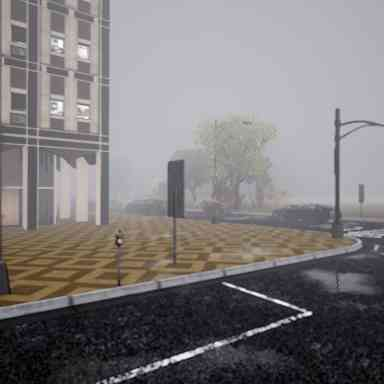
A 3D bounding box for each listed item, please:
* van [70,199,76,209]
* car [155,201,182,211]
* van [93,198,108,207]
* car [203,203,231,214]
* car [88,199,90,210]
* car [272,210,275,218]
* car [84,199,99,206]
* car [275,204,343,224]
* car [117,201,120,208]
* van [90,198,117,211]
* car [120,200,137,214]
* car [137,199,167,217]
[{"bbox_3d":[-19.640,2.032,58.227,1.690,1.788,3.998,-1,0,-36],"label":"van"},{"bbox_3d":[-3.573,2.073,49.497,2.008,1.369,4.403,-1,0,-36],"label":"car"},{"bbox_3d":[-19.839,2.198,71.926,1.690,1.788,3.998,-1,0,-36],"label":"van"},{"bbox_3d":[3.006,1.971,40.580,1.802,1.307,4.206,-1,0,-36],"label":"car"},{"bbox_3d":[-16.380,2.206,53.734,1.802,1.307,4.206,-1,0,-36],"label":"car"},{"bbox_3d":[9.542,1.838,31.629,1.802,1.307,4.206,-1,0,-36],"label":"car"},{"bbox_3d":[-23.090,2.363,76.412,1.967,1.590,4.097,-1,0,-36],"label":"car"},{"bbox_3d":[9.613,1.692,26.955,2.128,1.511,4.902,0,-1,-36],"label":"car"},{"bbox_3d":[-14.473,2.172,60.174,1.882,1.535,5.008,0,-1,-36],"label":"car"},{"bbox_3d":[-13.127,1.899,49.245,1.690,1.788,3.998,-1,0,-36],"label":"van"},{"bbox_3d":[-6.651,1.989,40.234,1.947,1.339,4.313,-1,0,-36],"label":"car"},{"bbox_3d":[-3.436,1.671,35.717,2.192,1.841,5.009,-1,0,-36],"label":"car"}]
